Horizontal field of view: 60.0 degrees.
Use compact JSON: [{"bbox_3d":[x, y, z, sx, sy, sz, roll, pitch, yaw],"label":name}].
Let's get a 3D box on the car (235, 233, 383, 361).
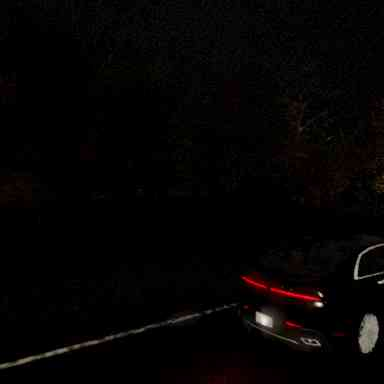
[{"bbox_3d":[2.964,1.507,5.980,4.892,1.490,1.837,0,0,-35],"label":"car"}]
